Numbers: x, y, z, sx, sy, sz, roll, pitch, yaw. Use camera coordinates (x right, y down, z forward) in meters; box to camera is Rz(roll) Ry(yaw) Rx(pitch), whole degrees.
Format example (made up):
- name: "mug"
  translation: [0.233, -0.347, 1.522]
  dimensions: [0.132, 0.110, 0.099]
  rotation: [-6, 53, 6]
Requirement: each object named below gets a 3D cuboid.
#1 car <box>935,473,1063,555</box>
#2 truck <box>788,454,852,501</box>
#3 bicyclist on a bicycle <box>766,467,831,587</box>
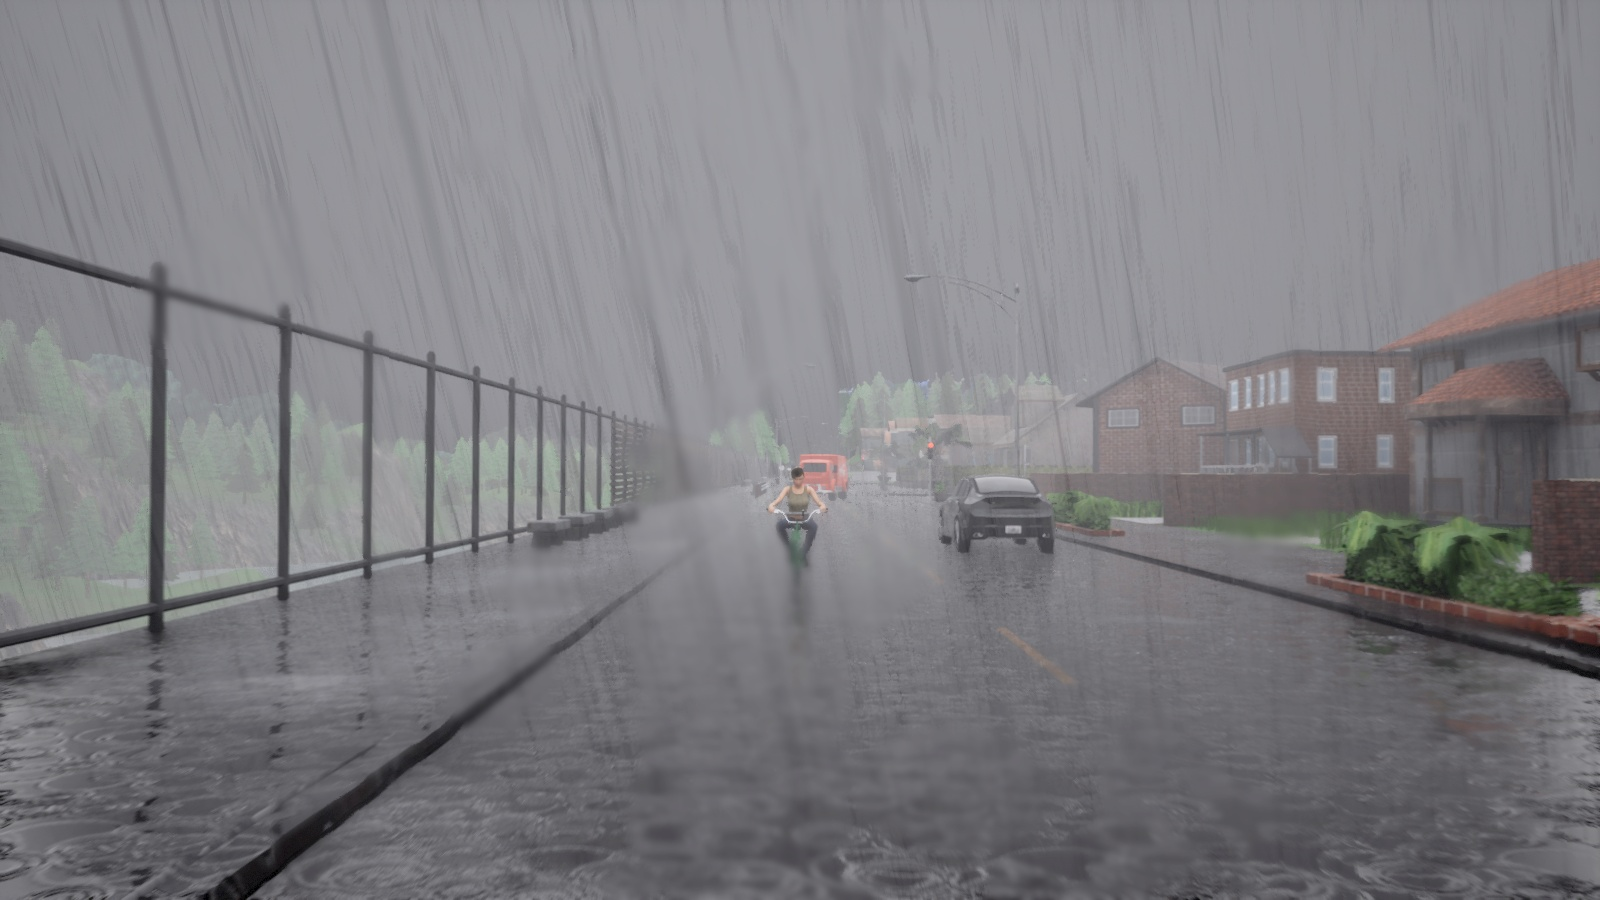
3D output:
- name: "car"
  translation: [3.969, 1.236, 25.804]
  dimensions: [1.837, 1.490, 4.892]
  rotation: [0, -1, 0]
- name: "truck"
  translation: [1.149, 1.476, 68.879]
  dimensions: [2.627, 2.467, 5.204]
  rotation: [-1, -1, 10]
- name: "bicyclist on a bicycle"
  translation: [-0.017, 1.046, 17.615]
  dimensions: [0.866, 1.612, 1.509]
  rotation: [0, -1, 0]
